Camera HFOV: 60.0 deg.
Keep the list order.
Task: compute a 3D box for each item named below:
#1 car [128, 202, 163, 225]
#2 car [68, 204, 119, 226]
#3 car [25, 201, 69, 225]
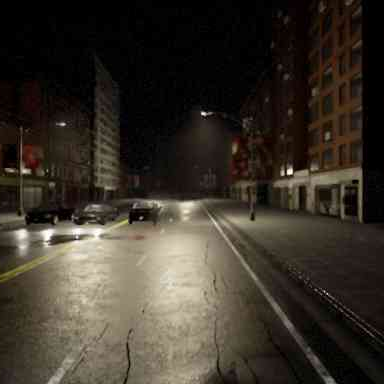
[{"bbox_3d":[-3.151,1.423,23.066,2.128,1.511,4.902,0,0,0],"label":"car"},{"bbox_3d":[-6.501,1.531,23.257,2.033,1.411,5.357,0,0,0],"label":"car"},{"bbox_3d":[-9.751,1.444,23.257,1.882,1.535,5.008,0,0,0],"label":"car"}]
